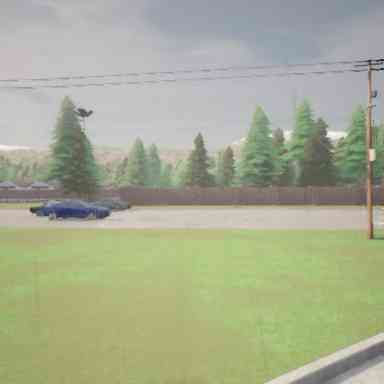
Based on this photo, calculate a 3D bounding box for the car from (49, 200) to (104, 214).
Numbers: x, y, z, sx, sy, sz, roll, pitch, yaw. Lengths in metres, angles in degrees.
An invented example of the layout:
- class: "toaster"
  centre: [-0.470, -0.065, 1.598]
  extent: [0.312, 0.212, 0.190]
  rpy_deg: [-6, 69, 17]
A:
- class: "car"
  centre: [-11.265, 1.462, 32.681]
  extent: [4.718, 1.301, 1.895]
  rpy_deg: [0, 0, 5]

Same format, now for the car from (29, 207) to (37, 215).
- class: "car"
  centre: [-11.575, 1.483, 29.195]
  extent: [4.718, 1.301, 1.895]
  rpy_deg: [0, 0, 5]

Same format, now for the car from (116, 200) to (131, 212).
- class: "car"
  centre: [-8.726, 1.395, 35.962]
  extent: [4.181, 1.385, 1.994]
  rpy_deg: [0, 0, 5]

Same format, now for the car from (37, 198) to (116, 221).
- class: "car"
  centre: [-8.773, 1.370, 25.420]
  extent: [5.008, 1.535, 1.882]
  rpy_deg: [0, 0, 5]
